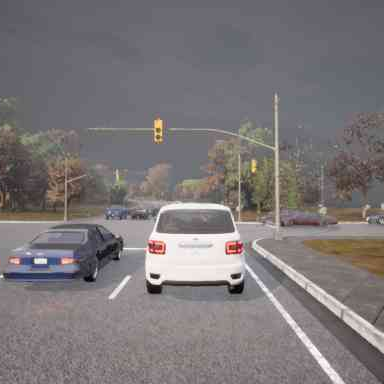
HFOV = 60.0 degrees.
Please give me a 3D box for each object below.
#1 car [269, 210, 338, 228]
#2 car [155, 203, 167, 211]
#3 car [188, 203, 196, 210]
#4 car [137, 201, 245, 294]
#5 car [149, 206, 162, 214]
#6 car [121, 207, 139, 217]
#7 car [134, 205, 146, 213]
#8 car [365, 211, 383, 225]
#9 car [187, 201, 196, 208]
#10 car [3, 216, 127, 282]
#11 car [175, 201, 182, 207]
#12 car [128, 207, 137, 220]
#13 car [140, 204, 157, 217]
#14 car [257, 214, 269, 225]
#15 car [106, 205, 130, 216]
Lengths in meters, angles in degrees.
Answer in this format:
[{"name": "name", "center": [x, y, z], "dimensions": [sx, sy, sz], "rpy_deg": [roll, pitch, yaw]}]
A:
[{"name": "car", "center": [9.846, 2.386, 29.090], "dimensions": [5.357, 1.411, 2.033], "rpy_deg": [0, -3, -1]}, {"name": "car", "center": [-7.037, 3.381, 75.923], "dimensions": [2.033, 1.411, 5.357], "rpy_deg": [0, 0, 0]}, {"name": "car", "center": [-0.038, 3.332, 77.628], "dimensions": [1.837, 1.490, 4.892], "rpy_deg": [0, 0, 0]}, {"name": "car", "center": [0.078, 1.320, 9.162], "dimensions": [2.150, 2.045, 5.566], "rpy_deg": [0, -1, 0]}, {"name": "car", "center": [-7.072, 3.481, 65.226], "dimensions": [1.895, 1.301, 4.718], "rpy_deg": [0, 0, 1]}, {"name": "car", "center": [-10.606, 3.369, 57.427], "dimensions": [2.033, 1.411, 5.357], "rpy_deg": [0, -1, 1]}, {"name": "car", "center": [-10.543, 3.481, 67.710], "dimensions": [1.895, 1.301, 4.718], "rpy_deg": [0, 0, 0]}, {"name": "car", "center": [19.737, 2.501, 32.923], "dimensions": [4.902, 1.511, 2.128], "rpy_deg": [0, -3, -3]}, {"name": "car", "center": [-0.161, 3.287, 87.779], "dimensions": [1.837, 1.490, 4.892], "rpy_deg": [0, 0, -3]}, {"name": "car", "center": [-3.422, 1.664, 10.015], "dimensions": [2.033, 1.411, 5.357], "rpy_deg": [0, -1, 0]}, {"name": "car", "center": [-3.637, 3.093, 87.424], "dimensions": [1.882, 1.535, 5.008], "rpy_deg": [0, 0, -3]}, {"name": "car", "center": [-7.109, 3.144, 45.776], "dimensions": [1.895, 1.301, 4.718], "rpy_deg": [0, -2, -1]}, {"name": "car", "center": [-7.117, 3.007, 55.304], "dimensions": [2.150, 2.045, 5.566], "rpy_deg": [0, -1, 0]}, {"name": "car", "center": [8.836, 2.486, 32.579], "dimensions": [4.902, 1.511, 2.128], "rpy_deg": [0, -3, -1]}, {"name": "car", "center": [-10.631, 2.808, 47.134], "dimensions": [2.150, 2.045, 5.566], "rpy_deg": [0, -2, -2]}]
